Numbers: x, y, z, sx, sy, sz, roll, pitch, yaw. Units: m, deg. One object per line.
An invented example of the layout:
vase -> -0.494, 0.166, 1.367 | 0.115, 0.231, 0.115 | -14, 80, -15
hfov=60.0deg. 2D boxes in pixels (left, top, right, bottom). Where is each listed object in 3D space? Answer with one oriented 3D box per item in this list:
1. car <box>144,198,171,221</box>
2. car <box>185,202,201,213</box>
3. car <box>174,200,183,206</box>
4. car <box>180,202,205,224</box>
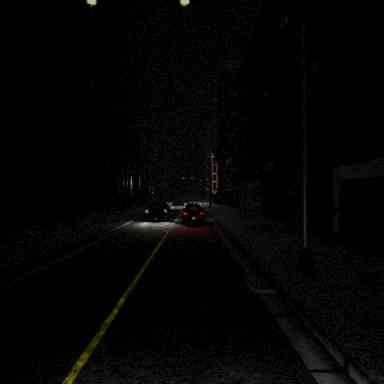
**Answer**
car -> -3.067, 1.681, 30.308 | 2.097, 1.767, 4.553 | 0, -1, 0
car -> 0.145, 2.045, 44.206 | 1.994, 1.385, 4.181 | 0, -1, 0
car -> -2.929, 2.313, 70.970 | 1.895, 1.301, 4.718 | 0, -1, 0
car -> 0.127, 1.823, 27.385 | 1.812, 1.442, 4.674 | 0, -1, 0
